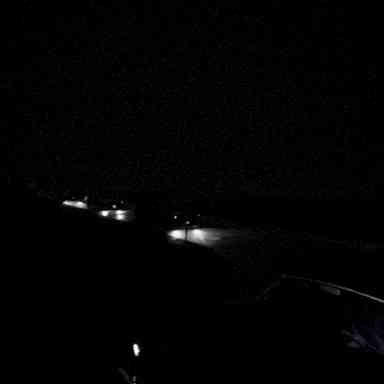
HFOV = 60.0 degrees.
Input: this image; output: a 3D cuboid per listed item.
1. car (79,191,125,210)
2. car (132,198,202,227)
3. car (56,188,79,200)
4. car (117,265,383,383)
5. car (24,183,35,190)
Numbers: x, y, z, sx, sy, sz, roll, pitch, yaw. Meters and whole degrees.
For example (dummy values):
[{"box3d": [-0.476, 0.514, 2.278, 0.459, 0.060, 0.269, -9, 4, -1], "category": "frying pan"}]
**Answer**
[{"box3d": [-7.427, 0.633, 27.772, 2.033, 1.411, 5.357, 0, 2, -34], "category": "car"}, {"box3d": [-1.626, 1.044, 18.900, 2.033, 1.411, 5.357, 0, 2, -33], "category": "car"}, {"box3d": [-14.053, 0.228, 37.932, 1.895, 1.301, 4.718, 0, 2, -33], "category": "car"}, {"box3d": [1.649, 1.643, 3.784, 4.718, 1.301, 1.895, 1, -1, -33], "category": "car"}, {"box3d": [-40.015, -1.295, 82.818, 1.812, 1.442, 4.674, 0, 1, -33], "category": "car"}]
